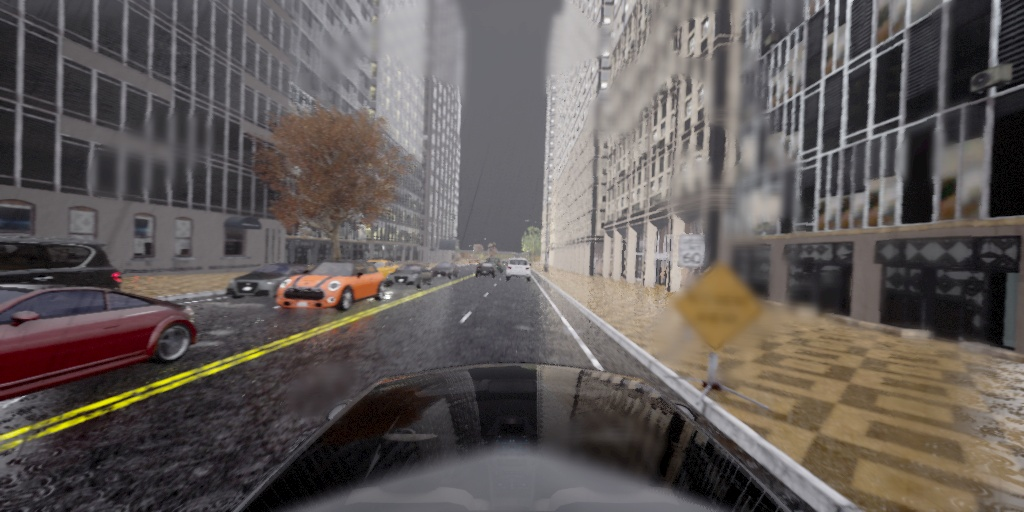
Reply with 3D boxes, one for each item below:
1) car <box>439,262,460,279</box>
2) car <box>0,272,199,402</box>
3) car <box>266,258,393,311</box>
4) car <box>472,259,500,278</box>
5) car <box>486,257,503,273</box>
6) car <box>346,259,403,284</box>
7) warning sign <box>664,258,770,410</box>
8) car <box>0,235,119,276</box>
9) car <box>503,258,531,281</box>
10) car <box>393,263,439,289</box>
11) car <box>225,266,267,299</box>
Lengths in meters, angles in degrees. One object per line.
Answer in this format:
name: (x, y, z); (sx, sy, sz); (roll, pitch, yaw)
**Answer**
car: (-6.014, 1.270, 32.754); (2.033, 1.411, 5.357); (2, 0, 2)
car: (-6.602, 1.066, 4.641); (1.994, 1.385, 4.181); (2, 0, 1)
car: (-6.422, 0.922, 13.343); (2.097, 1.767, 4.553); (2, 0, 1)
car: (-2.533, 1.366, 36.369); (1.882, 1.535, 5.008); (2, 0, 1)
car: (-2.300, 1.198, 47.951); (2.150, 2.045, 5.566); (2, 0, 1)
car: (-9.437, 1.009, 25.131); (1.882, 1.535, 5.008); (2, 0, 1)
warning sign: (2.831, 1.002, 5.092); (1.300, 1.860, 1.060); (0, 0, 1)
car: (-9.816, 0.601, 5.686); (2.150, 2.045, 5.566); (2, 0, 1)
car: (0.616, 1.219, 33.621); (2.150, 2.045, 5.566); (2, 0, 1)
car: (-6.247, 1.205, 22.355); (1.994, 1.385, 4.181); (2, 0, 2)
car: (-9.648, 1.016, 15.090); (1.994, 1.385, 4.181); (2, 0, 1)
